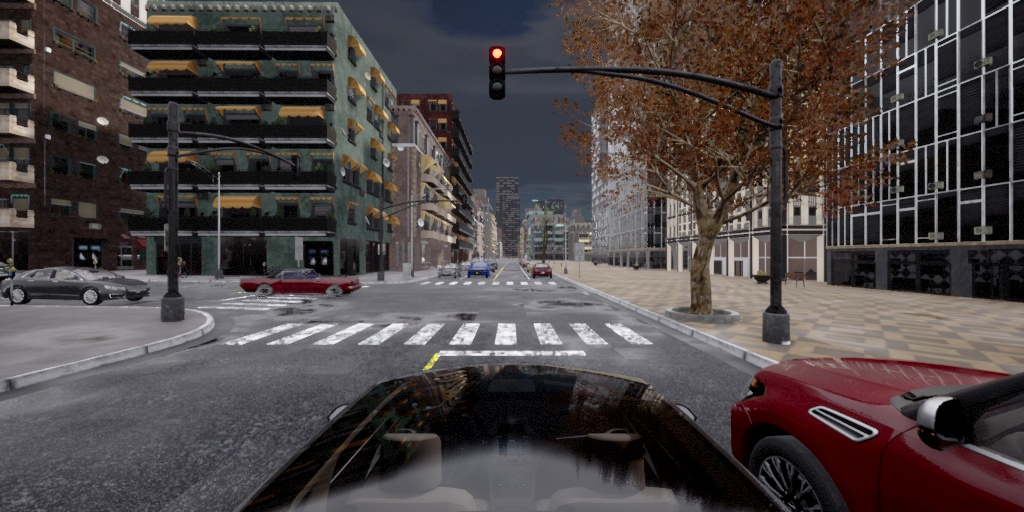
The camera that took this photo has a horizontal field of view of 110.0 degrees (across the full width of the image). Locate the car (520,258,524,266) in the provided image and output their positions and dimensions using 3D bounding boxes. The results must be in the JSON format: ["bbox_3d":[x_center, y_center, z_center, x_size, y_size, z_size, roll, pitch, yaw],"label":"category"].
[{"bbox_3d":[2.682,1.371,60.708,1.802,1.307,4.207,0,0,0],"label":"car"}]

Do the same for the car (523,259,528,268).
[{"bbox_3d":[2.685,1.295,44.281,1.751,1.417,4.829,0,0,0],"label":"car"}]

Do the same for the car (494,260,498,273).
[{"bbox_3d":[-3.095,1.334,44.330,1.994,1.385,4.181,0,0,0],"label":"car"}]

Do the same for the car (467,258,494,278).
[{"bbox_3d":[-3.097,1.239,34.332,1.882,1.535,5.008,0,0,0],"label":"car"}]

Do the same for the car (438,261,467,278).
[{"bbox_3d":[-5.694,1.311,33.044,2.007,1.370,4.403,0,0,0],"label":"car"}]

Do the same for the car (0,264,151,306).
[{"bbox_3d":[-16.436,1.091,13.627,4.403,1.370,2.007,0,0,-1],"label":"car"}]

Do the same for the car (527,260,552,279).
[{"bbox_3d":[2.686,1.305,33.045,1.888,1.381,4.507,0,0,0],"label":"car"}]

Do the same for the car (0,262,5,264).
[{"bbox_3d":[-24.470,1.032,16.135,4.718,1.301,1.895,1,0,-1],"label":"car"}]

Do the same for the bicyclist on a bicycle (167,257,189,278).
[{"bbox_3d":[-23.172,0.760,24.886,0.582,1.620,1.656,1,0,-1],"label":"bicyclist on a bicycle"}]

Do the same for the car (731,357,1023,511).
[{"bbox_3d":[2.692,1.065,0.658,2.192,1.841,5.009,0,0,0],"label":"car"}]

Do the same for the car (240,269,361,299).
[{"bbox_3d":[-9.709,1.270,16.881,4.718,1.301,1.895,2,0,-9],"label":"car"}]
